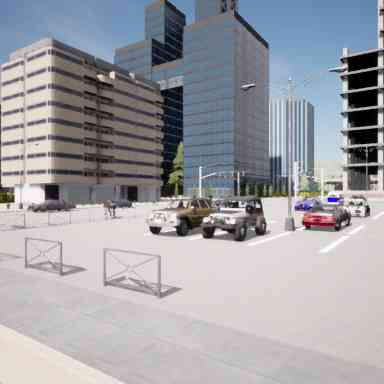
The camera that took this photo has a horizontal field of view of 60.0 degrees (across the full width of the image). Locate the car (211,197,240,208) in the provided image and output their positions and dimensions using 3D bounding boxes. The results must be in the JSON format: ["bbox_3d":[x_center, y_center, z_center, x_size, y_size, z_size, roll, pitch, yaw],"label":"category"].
[{"bbox_3d":[5.135,1.547,50.475,2.033,1.411,5.357,0,0,33],"label":"car"}]

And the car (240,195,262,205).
[{"bbox_3d":[10.395,1.352,58.354,2.097,1.767,4.553,0,0,34],"label":"car"}]

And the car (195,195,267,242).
[{"bbox_3d":[2.094,1.156,15.617,1.905,1.878,3.866,0,0,34],"label":"car"}]

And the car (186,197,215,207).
[{"bbox_3d":[1.322,1.491,51.149,2.128,1.511,4.902,0,0,34],"label":"car"}]

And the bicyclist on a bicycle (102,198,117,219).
[{"bbox_3d":[-6.520,1.302,26.229,1.656,1.620,0.582,0,0,34],"label":"bicyclist on a bicycle"}]

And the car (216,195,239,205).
[{"bbox_3d":[6.360,1.352,58.781,2.097,1.767,4.553,0,0,34],"label":"car"}]

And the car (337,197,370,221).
[{"bbox_3d":[14.097,1.395,28.592,1.970,1.475,3.806,0,0,34],"label":"car"}]

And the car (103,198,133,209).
[{"bbox_3d":[-10.329,1.563,46.550,1.994,1.385,4.181,0,0,35],"label":"car"}]

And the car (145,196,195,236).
[{"bbox_3d":[-0.276,1.153,17.279,1.932,1.855,4.605,0,0,34],"label":"car"}]

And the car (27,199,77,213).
[{"bbox_3d":[-15.954,1.547,38.177,2.033,1.411,5.357,0,0,34],"label":"car"}]
